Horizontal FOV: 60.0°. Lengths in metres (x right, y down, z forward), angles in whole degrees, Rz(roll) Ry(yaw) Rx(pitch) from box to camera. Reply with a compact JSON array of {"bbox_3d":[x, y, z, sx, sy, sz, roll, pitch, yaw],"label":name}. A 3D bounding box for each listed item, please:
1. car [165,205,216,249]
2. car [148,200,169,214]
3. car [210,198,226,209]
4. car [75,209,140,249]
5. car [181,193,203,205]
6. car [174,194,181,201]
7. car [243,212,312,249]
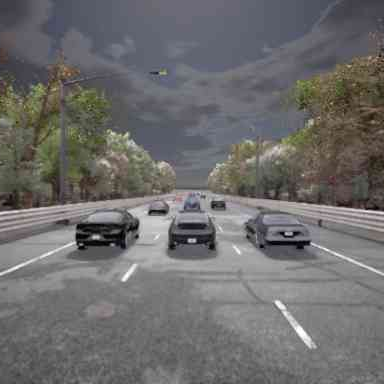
[{"bbox_3d":[0.005,1.519,14.556,1.837,1.490,4.892,0,0,0],"label":"car"},{"bbox_3d":[-3.486,1.589,35.596,1.994,1.385,4.181,0,0,0],"label":"car"},{"bbox_3d":[3.516,1.506,45.642,1.882,1.535,5.008,0,0,0],"label":"car"},{"bbox_3d":[-3.496,1.491,14.579,1.882,1.535,5.008,0,0,0],"label":"car"},{"bbox_3d":[0.015,1.379,43.528,2.097,1.767,4.553,0,0,0],"label":"car"},{"bbox_3d":[-3.472,1.378,84.143,2.097,1.767,4.553,0,0,0],"label":"car"},{"bbox_3d":[3.505,1.560,14.552,2.033,1.411,5.357,0,0,0],"label":"car"}]
